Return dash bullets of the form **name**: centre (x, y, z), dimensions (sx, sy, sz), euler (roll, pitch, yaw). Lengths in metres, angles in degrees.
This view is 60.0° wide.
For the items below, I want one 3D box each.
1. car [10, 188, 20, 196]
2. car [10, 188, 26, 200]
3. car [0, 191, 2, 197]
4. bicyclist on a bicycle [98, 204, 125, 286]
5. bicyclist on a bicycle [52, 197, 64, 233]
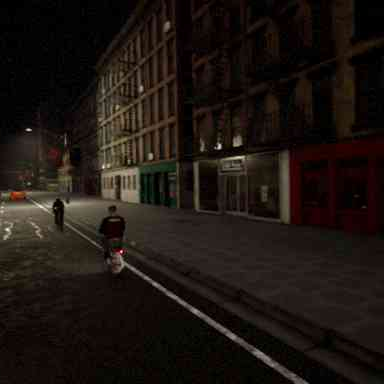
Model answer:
- **car**: centre (-37.729, -0.072, 70.910), dimensions (1.882, 1.535, 5.008), euler (-2, 2, -29)
- **car**: centre (-26.177, 0.252, 50.073), dimensions (2.097, 1.767, 4.553), euler (-2, 2, -28)
- **car**: centre (-36.141, 0.315, 61.305), dimensions (1.895, 1.301, 4.718), euler (-2, 2, -29)
- **bicyclist on a bicycle**: centre (-1.887, 1.160, 7.701), dimensions (0.659, 1.776, 1.843), euler (-2, 2, -29)
- **bicyclist on a bicycle**: centre (-6.264, 1.078, 15.649), dimensions (0.582, 1.620, 1.656), euler (-2, 2, -29)
